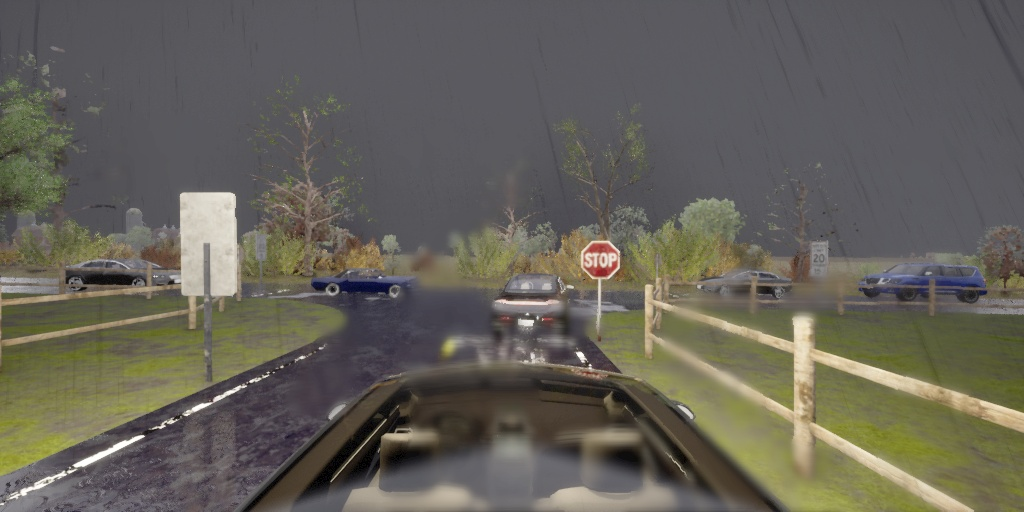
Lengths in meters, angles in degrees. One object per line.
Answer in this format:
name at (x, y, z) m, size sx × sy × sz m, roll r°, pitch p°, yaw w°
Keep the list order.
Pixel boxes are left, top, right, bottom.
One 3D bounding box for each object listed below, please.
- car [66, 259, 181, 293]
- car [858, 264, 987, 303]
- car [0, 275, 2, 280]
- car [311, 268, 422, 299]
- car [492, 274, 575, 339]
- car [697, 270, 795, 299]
car at (-18.481, 0.886, 17.225) m, size 4.902 × 1.511 × 2.128 m, roll 1°, pitch 1°, yaw 0°
car at (22.910, 1.467, 20.099) m, size 5.566 × 2.045 × 2.150 m, roll 1°, pitch 1°, yaw 0°
car at (-27.784, 0.718, 17.238) m, size 4.674 × 1.442 × 1.812 m, roll 1°, pitch 1°, yaw 0°
car at (-6.813, 1.249, 17.201) m, size 4.718 × 1.301 × 1.895 m, roll 1°, pitch 1°, yaw 0°
car at (0.711, 1.240, 10.165) m, size 2.128 × 1.511 × 4.902 m, roll 0°, pitch 0°, yaw 9°
car at (13.015, 1.526, 20.116) m, size 4.902 × 1.511 × 2.128 m, roll 1°, pitch 1°, yaw 0°
